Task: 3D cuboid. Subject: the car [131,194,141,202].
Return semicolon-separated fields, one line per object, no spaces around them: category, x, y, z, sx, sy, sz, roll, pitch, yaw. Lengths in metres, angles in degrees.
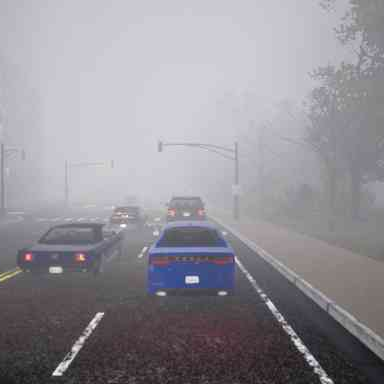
car;-12.746;1.286;76.065;2.097;1.767;4.553;0;0;-9

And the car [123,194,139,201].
car;-9.518;1.495;51.182;1.812;1.442;4.674;0;0;-6

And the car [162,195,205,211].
car;-0.382;1.214;19.151;2.150;2.045;5.566;0;0;-2

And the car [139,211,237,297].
car;-0.046;1.476;8.648;1.882;1.535;5.008;0;0;-1

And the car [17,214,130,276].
car;-3.333;1.598;10.261;1.895;1.301;4.718;0;0;-1

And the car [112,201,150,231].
car;-3.659;1.498;19.611;1.837;1.490;4.892;0;0;-2

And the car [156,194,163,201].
car;-7.390;1.389;83.442;1.882;1.535;5.008;0;0;-10

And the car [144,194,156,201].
car;-10.525;1.393;82.512;1.882;1.535;5.008;0;0;-10

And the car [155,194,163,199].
car;-9.213;1.207;93.404;1.882;1.535;5.008;0;0;-11

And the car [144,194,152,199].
car;-12.407;1.285;92.803;1.994;1.385;4.181;0;0;-11

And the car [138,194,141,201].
car;-10.771;1.308;61.923;2.097;1.767;4.553;0;0;-7
